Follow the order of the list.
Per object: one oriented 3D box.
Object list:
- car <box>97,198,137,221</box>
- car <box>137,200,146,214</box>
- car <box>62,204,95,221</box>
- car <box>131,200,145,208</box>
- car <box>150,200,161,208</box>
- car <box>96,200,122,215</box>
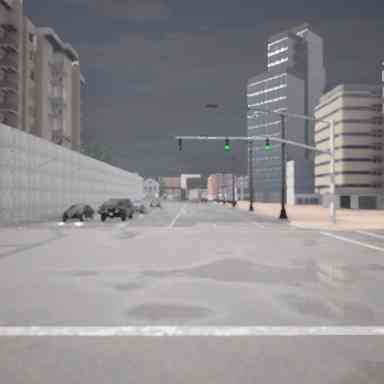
[{"bbox_3d":[-7.104,1.643,31.990,2.150,2.045,5.566,0,-1,0],"label":"car"},{"bbox_3d":[-7.108,2.094,43.216,1.812,1.442,4.674,0,-1,0],"label":"car"},{"bbox_3d":[-10.608,1.918,31.355,1.837,1.490,4.892,0,-1,0],"label":"car"},{"bbox_3d":[-10.532,2.360,64.849,1.837,1.490,4.892,0,-1,0],"label":"car"},{"bbox_3d":[-7.038,2.337,64.292,2.128,1.511,4.902,0,-1,0],"label":"car"},{"bbox_3d":[-10.611,1.915,42.808,2.097,1.767,4.553,0,-1,0],"label":"car"}]
